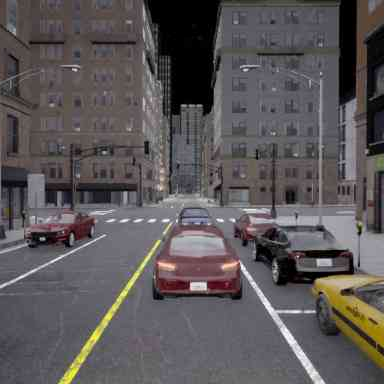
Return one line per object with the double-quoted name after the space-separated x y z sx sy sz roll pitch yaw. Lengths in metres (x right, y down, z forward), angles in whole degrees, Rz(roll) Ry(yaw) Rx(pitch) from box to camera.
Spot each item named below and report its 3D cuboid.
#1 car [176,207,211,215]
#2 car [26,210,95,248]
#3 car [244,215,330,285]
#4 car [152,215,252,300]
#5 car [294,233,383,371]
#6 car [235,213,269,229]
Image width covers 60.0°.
0.136 1.542 18.275 2.033 1.411 5.357 0 0 -3 "car"
-5.676 1.540 14.871 1.887 1.381 4.507 -1 0 0 "car"
2.868 1.563 9.286 1.947 1.339 4.313 -1 0 0 "car"
0.100 1.523 8.254 1.812 1.442 4.674 0 0 0 "car"
2.866 1.524 3.869 1.752 1.417 4.829 -1 0 0 "car"
2.870 1.577 14.871 1.802 1.307 4.206 -1 0 0 "car"
